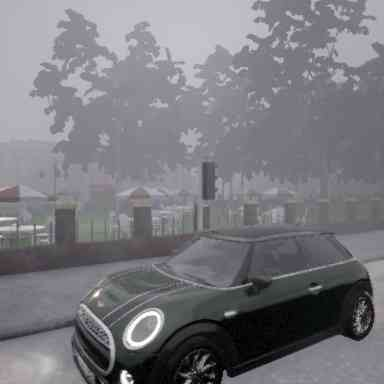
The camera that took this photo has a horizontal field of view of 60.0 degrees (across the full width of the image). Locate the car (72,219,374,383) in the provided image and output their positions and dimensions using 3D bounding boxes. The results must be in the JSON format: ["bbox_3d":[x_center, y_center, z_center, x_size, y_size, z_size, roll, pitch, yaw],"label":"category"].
[{"bbox_3d":[0.653,1.352,4.987,4.553,1.767,2.097,0,0,-33],"label":"car"}]
